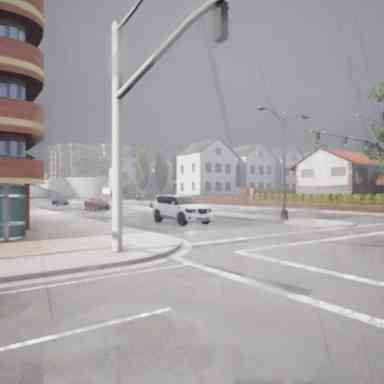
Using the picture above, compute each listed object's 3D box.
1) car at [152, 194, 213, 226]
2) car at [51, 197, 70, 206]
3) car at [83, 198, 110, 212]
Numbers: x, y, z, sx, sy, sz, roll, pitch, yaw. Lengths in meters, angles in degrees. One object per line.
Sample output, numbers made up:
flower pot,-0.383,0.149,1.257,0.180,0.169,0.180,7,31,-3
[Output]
car,-0.824,1.203,23.662,2.150,2.045,5.566,0,1,-35
car,-21.165,1.583,53.310,2.033,1.411,5.357,0,0,-35
car,-11.097,1.462,38.555,1.882,1.535,5.008,0,0,-35
